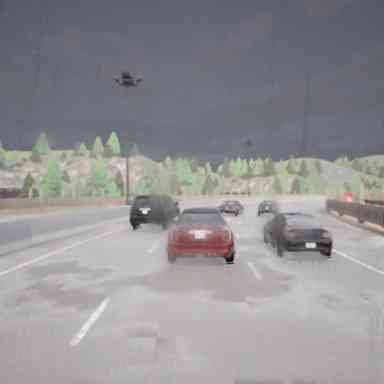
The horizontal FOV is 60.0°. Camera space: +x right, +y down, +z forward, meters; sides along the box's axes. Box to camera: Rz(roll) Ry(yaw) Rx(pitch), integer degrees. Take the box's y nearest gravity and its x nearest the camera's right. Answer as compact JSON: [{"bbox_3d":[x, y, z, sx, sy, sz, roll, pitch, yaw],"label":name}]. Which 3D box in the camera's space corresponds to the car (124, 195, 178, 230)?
[{"bbox_3d":[-2.201,1.213,21.102,2.150,2.045,5.566,0,0,9],"label":"car"}]

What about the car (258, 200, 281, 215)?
[{"bbox_3d":[7.461,1.505,32.072,2.033,1.411,5.357,0,0,18],"label":"car"}]

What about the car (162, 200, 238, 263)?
[{"bbox_3d":[0.376,1.347,12.110,2.097,1.767,4.553,0,0,3],"label":"car"}]

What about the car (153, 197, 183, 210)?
[{"bbox_3d":[-3.156,1.477,44.217,1.882,1.535,5.008,0,0,23],"label":"car"}]

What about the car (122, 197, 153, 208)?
[{"bbox_3d":[-8.143,1.575,50.472,2.033,1.411,5.357,0,0,24],"label":"car"}]

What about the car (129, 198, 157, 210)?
[{"bbox_3d":[-6.570,1.577,45.055,1.994,1.385,4.181,0,0,22],"label":"car"}]

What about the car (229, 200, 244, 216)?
[{"bbox_3d":[3.840,1.518,32.152,2.033,1.411,5.357,0,0,17],"label":"car"}]

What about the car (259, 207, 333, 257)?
[{"bbox_3d":[3.911,1.517,12.794,1.812,1.442,4.674,0,0,4],"label":"car"}]
